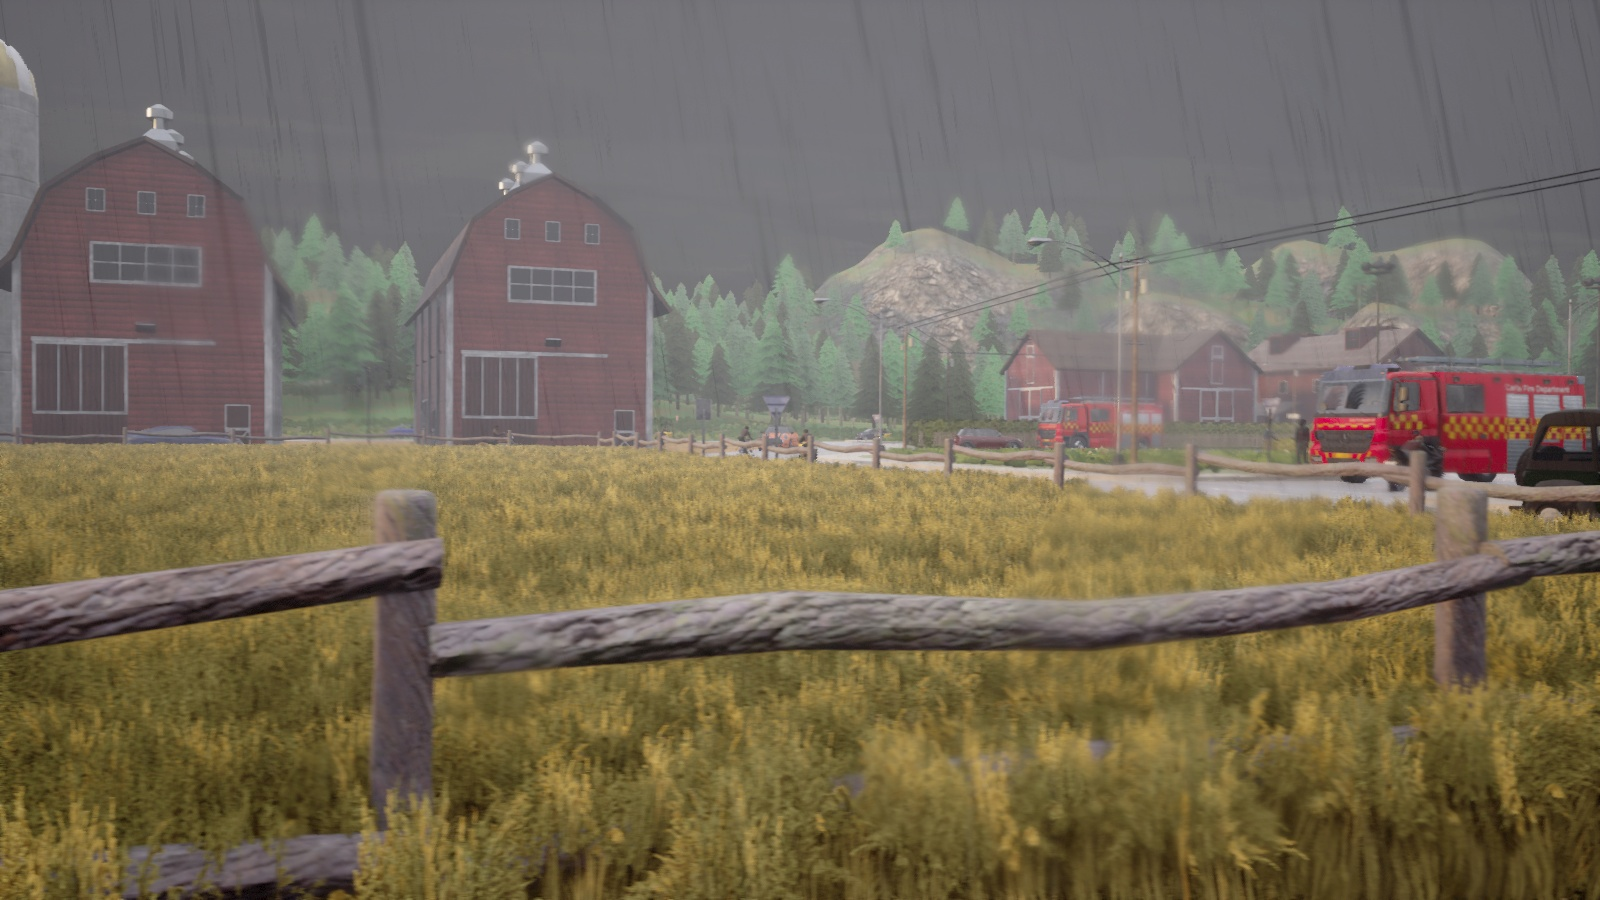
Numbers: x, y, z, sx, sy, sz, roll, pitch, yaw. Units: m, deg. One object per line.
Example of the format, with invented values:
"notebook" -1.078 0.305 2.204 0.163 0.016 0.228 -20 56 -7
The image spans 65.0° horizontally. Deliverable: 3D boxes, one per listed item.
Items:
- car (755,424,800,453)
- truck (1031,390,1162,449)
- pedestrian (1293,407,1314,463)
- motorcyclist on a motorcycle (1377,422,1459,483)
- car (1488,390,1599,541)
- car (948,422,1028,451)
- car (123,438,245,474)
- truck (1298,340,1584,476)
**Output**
"car" -1.381 -0.789 80.343 2.097 1.767 4.553 -1 1 9
"truck" 20.154 -2.101 85.384 8.468 3.827 2.891 -1 1 -21
"pedestrian" 17.447 -0.525 43.514 0.666 1.930 0.402 -2 1 -40
"motorcyclist on a motorcycle" 16.377 0.045 33.252 2.191 1.530 0.866 -1 2 -30
"car" 10.977 0.179 15.674 1.905 1.878 3.866 -1 1 -21
"car" 11.753 -0.851 78.661 4.553 1.767 2.097 -1 1 -9
"car" -26.824 0.235 54.841 4.674 1.442 1.812 -1 1 -24
"truck" 19.585 -1.284 38.316 8.468 3.827 2.891 -1 1 -22
